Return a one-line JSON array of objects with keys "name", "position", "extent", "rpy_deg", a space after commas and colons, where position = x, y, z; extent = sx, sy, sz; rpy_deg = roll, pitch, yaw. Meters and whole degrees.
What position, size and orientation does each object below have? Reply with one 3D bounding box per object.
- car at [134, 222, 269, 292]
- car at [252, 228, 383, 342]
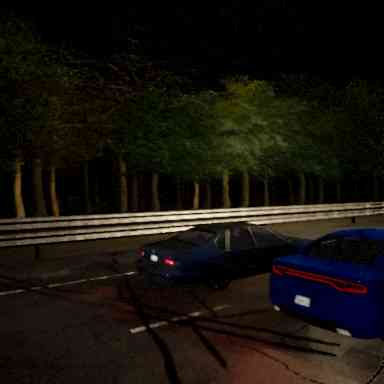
[{"name": "car", "position": [1.192, 1.517, 8.896], "extent": [5.357, 1.411, 2.033], "rpy_deg": [0, 0, -35]}, {"name": "car", "position": [3.644, 1.444, 6.344], "extent": [5.008, 1.535, 1.882], "rpy_deg": [0, 0, -35]}]
